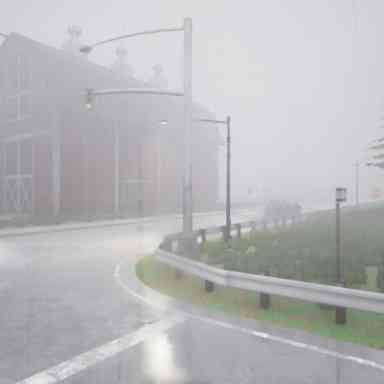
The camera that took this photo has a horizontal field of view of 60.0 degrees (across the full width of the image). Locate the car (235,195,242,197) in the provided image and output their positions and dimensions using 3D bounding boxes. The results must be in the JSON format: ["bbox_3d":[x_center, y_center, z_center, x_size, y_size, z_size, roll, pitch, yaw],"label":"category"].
[{"bbox_3d":[12.323,1.509,89.393,1.784,1.438,3.905,0,0,36],"label":"car"}]

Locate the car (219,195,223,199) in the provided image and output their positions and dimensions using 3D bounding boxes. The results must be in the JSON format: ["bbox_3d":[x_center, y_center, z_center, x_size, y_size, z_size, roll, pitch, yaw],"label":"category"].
[{"bbox_3d":[5.769,1.495,78.258,1.816,1.474,4.193,0,0,36],"label":"car"}]

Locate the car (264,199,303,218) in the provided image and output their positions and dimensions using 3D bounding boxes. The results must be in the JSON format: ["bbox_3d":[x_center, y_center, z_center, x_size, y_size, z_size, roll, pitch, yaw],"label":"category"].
[{"bbox_3d":[8.191,1.362,29.450,2.097,1.767,4.553,0,0,36],"label":"car"}]
